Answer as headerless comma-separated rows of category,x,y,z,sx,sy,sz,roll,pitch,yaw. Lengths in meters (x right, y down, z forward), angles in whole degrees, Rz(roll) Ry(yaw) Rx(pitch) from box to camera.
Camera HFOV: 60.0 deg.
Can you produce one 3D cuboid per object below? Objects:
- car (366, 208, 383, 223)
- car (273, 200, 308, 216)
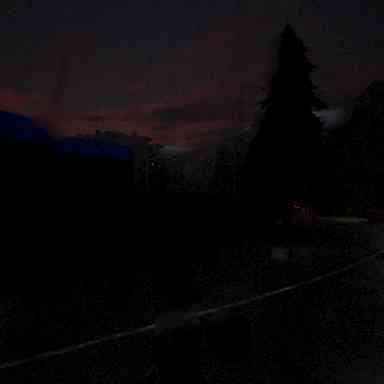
car,14.482,1.478,22.960,1.882,1.535,5.008,0,0,-19
car,8.751,1.526,31.736,1.812,1.442,4.674,0,0,-36
